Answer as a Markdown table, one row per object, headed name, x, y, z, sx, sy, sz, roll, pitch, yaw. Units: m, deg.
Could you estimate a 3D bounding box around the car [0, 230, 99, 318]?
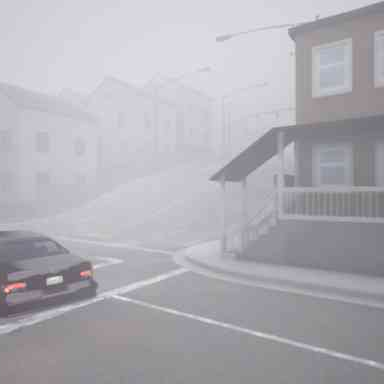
| name | x | y | z | sx | sy | sz | roll | pitch | yaw |
| --- | --- | --- | --- | --- | --- | --- | --- | --- | --- |
| car | -4.167 | 1.589 | 7.503 | 5.357 | 1.411 | 2.033 | 0 | 0 | 44 |
